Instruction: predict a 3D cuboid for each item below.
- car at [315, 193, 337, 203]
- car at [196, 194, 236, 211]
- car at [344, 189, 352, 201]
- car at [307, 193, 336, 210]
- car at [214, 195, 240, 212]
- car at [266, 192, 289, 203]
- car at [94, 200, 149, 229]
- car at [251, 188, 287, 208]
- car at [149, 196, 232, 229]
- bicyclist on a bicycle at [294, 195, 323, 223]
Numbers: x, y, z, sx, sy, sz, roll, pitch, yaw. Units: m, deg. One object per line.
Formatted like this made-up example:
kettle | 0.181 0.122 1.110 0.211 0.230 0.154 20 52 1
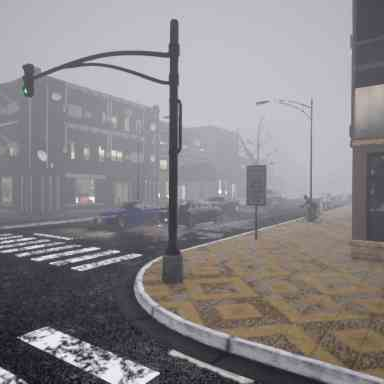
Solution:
car | 18.776 0.783 46.531 1.895 1.301 4.718 1 1 35
car | 2.450 1.011 33.340 2.008 1.369 4.403 2 2 35
car | 25.481 0.619 51.641 1.887 1.381 4.507 2 2 35
car | 12.711 0.993 33.029 2.008 1.369 4.403 2 2 35
car | 2.350 1.028 28.437 1.882 1.535 5.008 1 1 35
car | 12.170 0.767 47.203 1.802 1.307 4.206 2 2 35
car | -3.600 1.248 19.843 1.812 1.442 4.674 1 1 37
car | 8.369 0.599 37.105 2.150 2.045 5.566 1 1 35
car | 0.057 1.212 19.513 2.128 1.511 4.902 1 1 35
bicyclist on a bicycle | 6.830 1.003 19.562 1.656 1.620 0.582 0 1 35
